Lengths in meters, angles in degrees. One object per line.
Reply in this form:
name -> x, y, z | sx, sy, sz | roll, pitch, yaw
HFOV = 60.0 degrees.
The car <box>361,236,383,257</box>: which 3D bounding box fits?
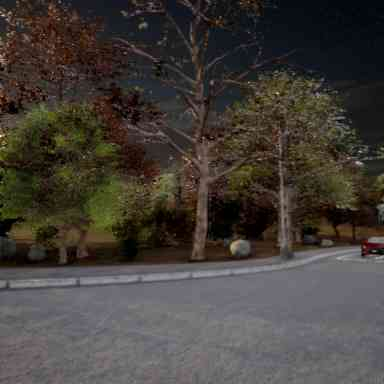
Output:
car -> 13.853, 3.991, 24.519 | 1.882, 1.535, 5.008 | -3, -8, 37
